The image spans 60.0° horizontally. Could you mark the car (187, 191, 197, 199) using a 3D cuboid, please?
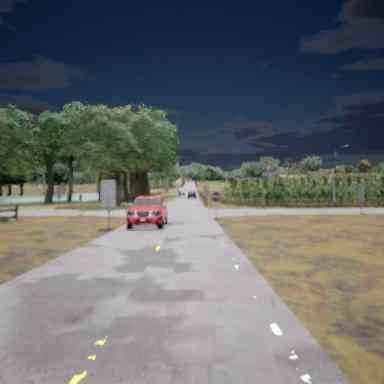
[{"bbox_3d":[-0.002,0.672,84.202,2.150,2.045,5.566,0,2,0],"label":"car"}]

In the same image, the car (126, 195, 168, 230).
[{"bbox_3d":[-2.795,1.253,21.800,2.150,2.045,5.566,0,0,1],"label":"car"}]

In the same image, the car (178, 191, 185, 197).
[{"bbox_3d":[-2.751,0.477,88.756,1.812,1.442,4.674,0,2,0],"label":"car"}]
